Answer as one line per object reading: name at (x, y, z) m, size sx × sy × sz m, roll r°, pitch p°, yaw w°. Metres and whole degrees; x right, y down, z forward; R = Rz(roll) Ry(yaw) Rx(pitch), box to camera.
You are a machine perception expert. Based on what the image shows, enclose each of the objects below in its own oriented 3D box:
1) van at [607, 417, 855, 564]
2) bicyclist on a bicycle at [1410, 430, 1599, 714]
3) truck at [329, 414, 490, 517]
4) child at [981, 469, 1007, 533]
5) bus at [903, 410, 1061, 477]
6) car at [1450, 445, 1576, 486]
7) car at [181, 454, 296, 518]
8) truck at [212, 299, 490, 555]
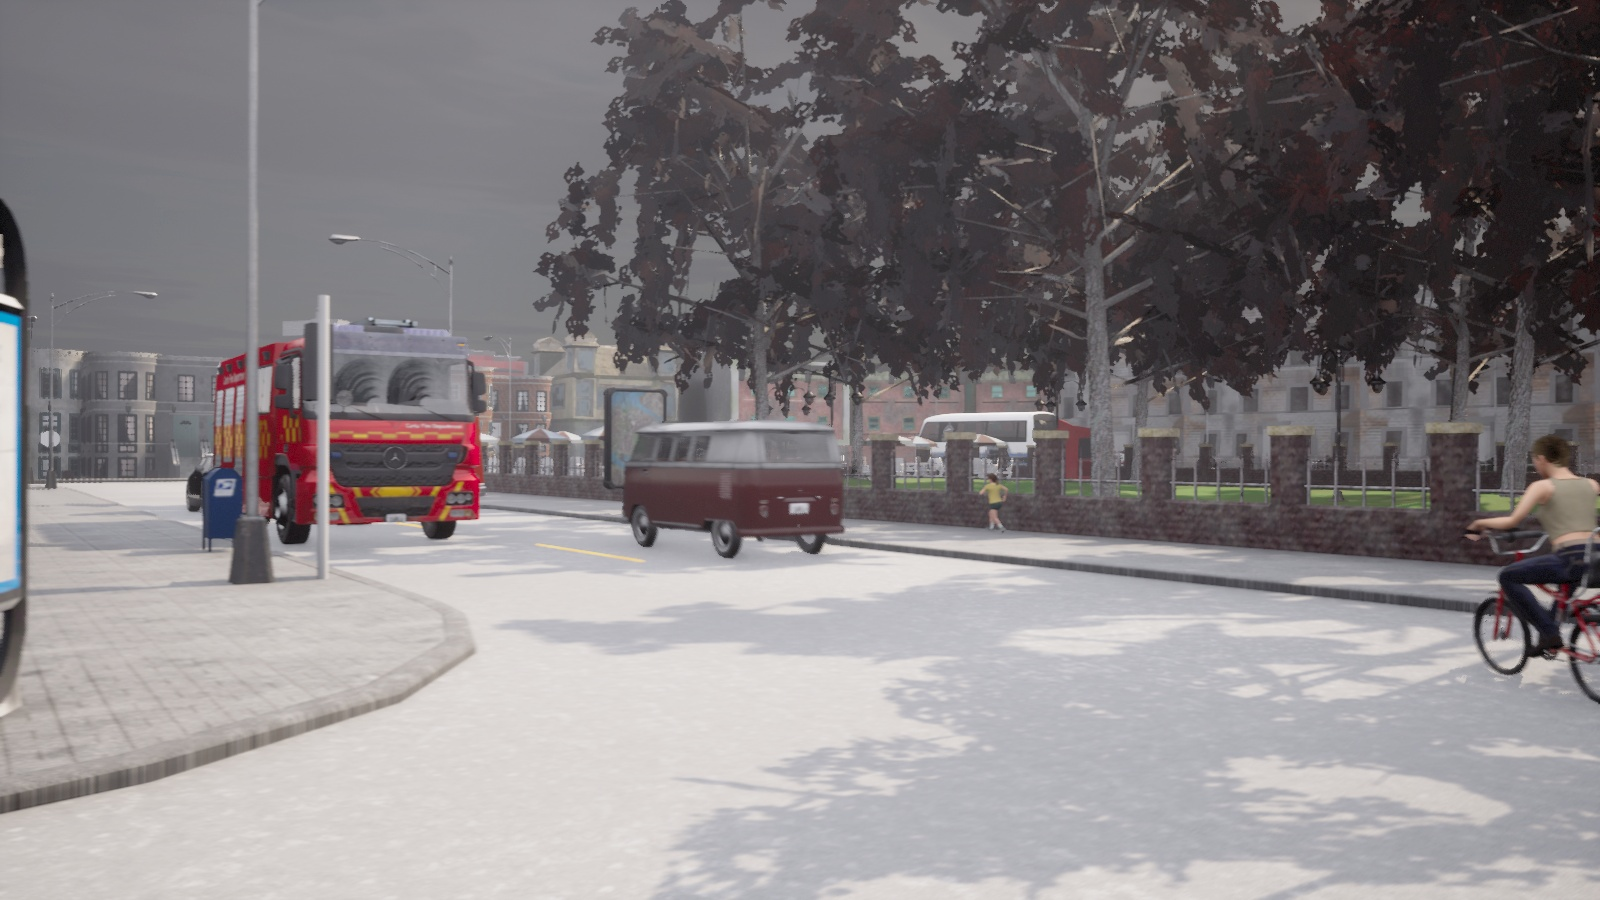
van at (-1.194, 0.558, 19.333) m, size 1.775 × 1.987 × 4.442 m, roll 0°, pitch 0°, yaw -34°
bicyclist on a bicycle at (4.727, 0.694, 7.970) m, size 0.866 × 1.612 × 1.509 m, roll -2°, pitch 0°, yaw -3°
truck at (-10.281, 0.382, 32.776) m, size 2.627 × 2.467 × 5.204 m, roll 0°, pitch 0°, yaw -34°
child at (3.411, 0.892, 22.082) m, size 0.255 × 1.110 × 0.394 m, roll 0°, pitch 0°, yaw -34°
bus at (12.120, -0.416, 84.711) m, size 3.944 × 4.253 × 10.273 m, roll -1°, pitch 0°, yaw -44°
car at (32.534, 0.694, 57.417) m, size 2.097 × 1.767 × 4.553 m, roll 0°, pitch 0°, yaw -34°
car at (-13.889, 0.837, 30.969) m, size 1.970 × 1.475 × 3.806 m, roll 0°, pitch 0°, yaw -34°
truck at (-8.563, -0.329, 23.095) m, size 2.891 × 3.827 × 8.468 m, roll 0°, pitch 0°, yaw -33°
